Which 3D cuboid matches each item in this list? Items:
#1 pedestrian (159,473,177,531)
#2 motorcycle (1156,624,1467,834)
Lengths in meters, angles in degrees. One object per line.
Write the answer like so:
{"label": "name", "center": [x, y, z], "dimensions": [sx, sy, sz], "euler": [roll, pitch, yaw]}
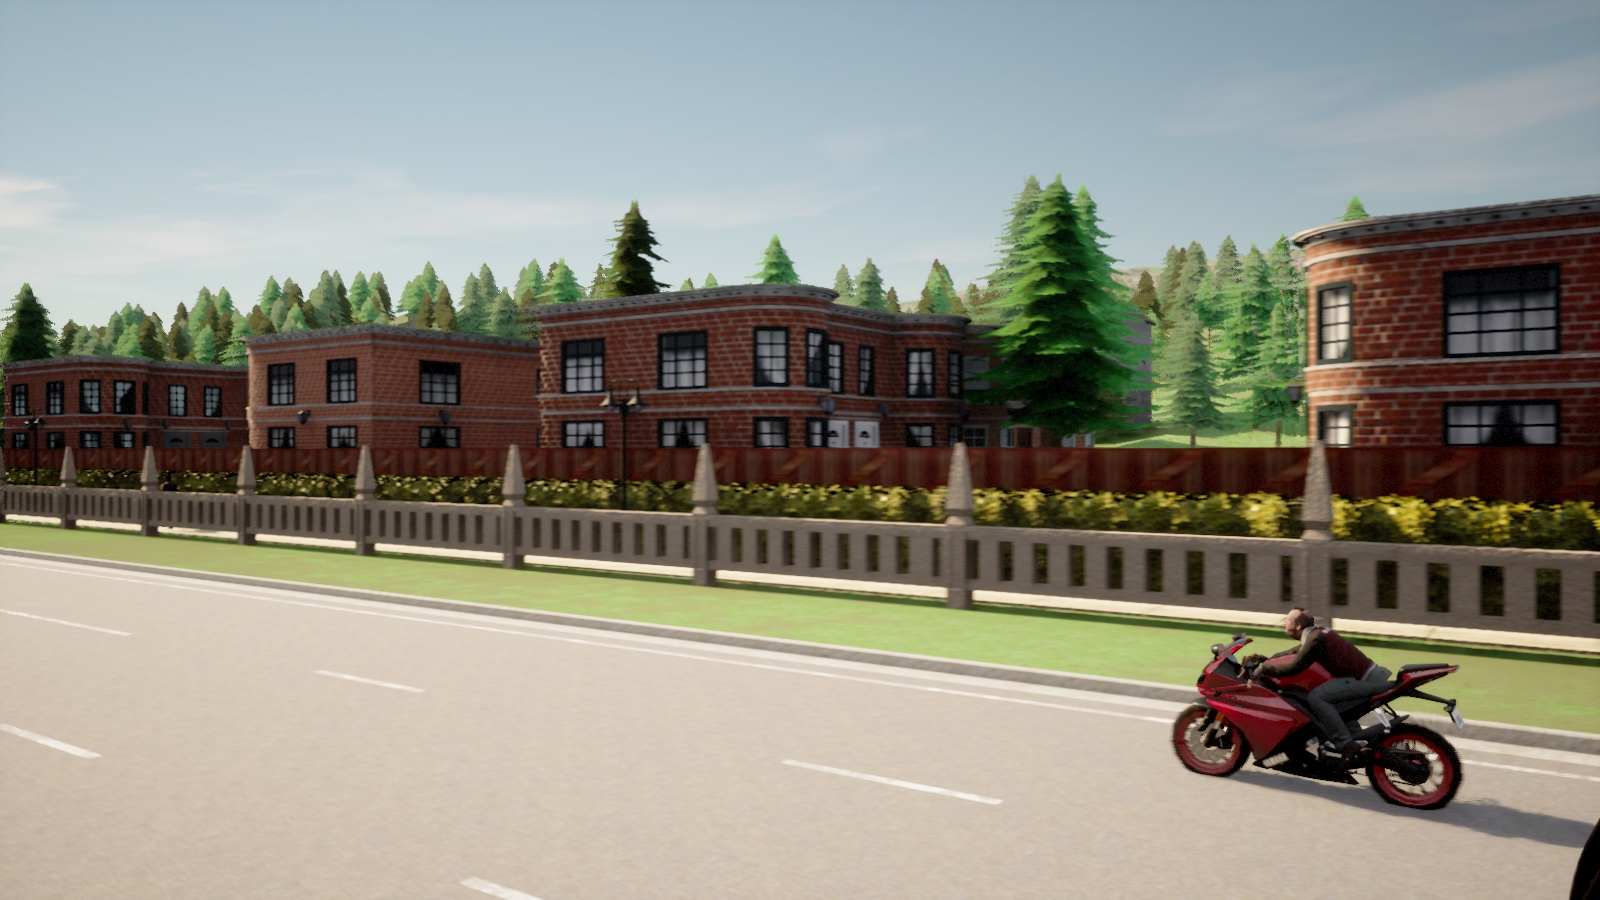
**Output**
{"label": "pedestrian", "center": [-20.733, 1.697, 37.470], "dimensions": [0.375, 1.860, 0.375], "euler": [0, 0, 35]}
{"label": "motorcycle", "center": [4.174, 2.205, 9.407], "dimensions": [2.209, 1.251, 0.867], "euler": [0, 0, 35]}
